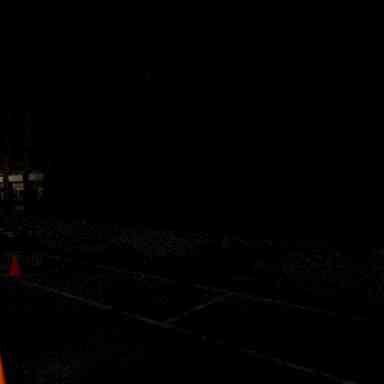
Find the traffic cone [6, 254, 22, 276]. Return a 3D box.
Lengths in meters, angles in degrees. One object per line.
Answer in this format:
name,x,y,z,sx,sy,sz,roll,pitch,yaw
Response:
traffic cone,-5.157,2.111,9.682,0.340,0.580,0.340,0,-1,37

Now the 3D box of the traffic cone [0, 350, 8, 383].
traffic cone,-2.159,2.017,3.681,0.340,0.580,0.340,0,-1,37

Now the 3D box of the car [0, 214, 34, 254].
car,-8.156,1.649,13.363,4.097,1.590,1.967,-1,-2,37
